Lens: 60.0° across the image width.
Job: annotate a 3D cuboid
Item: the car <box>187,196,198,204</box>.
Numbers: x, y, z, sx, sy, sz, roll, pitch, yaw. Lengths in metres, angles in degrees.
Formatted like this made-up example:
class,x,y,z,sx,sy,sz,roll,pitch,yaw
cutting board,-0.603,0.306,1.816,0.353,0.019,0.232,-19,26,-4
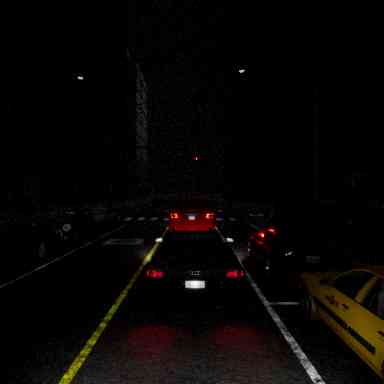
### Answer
class,x,y,z,sx,sy,sz,roll,pitch,yaw
car,0.089,1.565,64.158,2.033,1.411,5.357,0,0,0

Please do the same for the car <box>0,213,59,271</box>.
class,x,y,z,sx,sy,sz,roll,pitch,yaw
car,-5.766,1.545,9.618,1.887,1.381,4.507,0,0,0

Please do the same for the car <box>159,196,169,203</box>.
class,x,y,z,sx,sy,sz,roll,pitch,yaw
car,-5.775,1.602,68.815,1.802,1.307,4.206,0,0,0

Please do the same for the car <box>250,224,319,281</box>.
class,x,y,z,sx,sy,sz,roll,pitch,yaw
car,2.760,1.566,9.622,1.947,1.339,4.313,0,0,0

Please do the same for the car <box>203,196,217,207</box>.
class,x,y,z,sx,sy,sz,roll,pitch,yaw
car,2.753,1.452,52.504,1.967,1.590,4.097,0,0,0

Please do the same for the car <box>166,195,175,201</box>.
class,x,y,z,sx,sy,sz,roll,pitch,yaw
car,-5.778,1.586,90.566,2.008,1.369,4.403,0,0,0

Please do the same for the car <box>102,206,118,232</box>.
class,x,y,z,sx,sy,sz,roll,pitch,yaw
car,-5.767,1.527,20.362,1.752,1.417,4.829,0,0,0

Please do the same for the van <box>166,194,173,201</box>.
class,x,y,z,sx,sy,sz,roll,pitch,yaw
van,-5.778,1.372,85.128,1.690,1.788,3.998,0,0,0

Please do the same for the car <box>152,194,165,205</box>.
class,x,y,z,sx,sy,sz,roll,pitch,yaw
car,-5.773,1.329,57.940,2.192,1.841,5.009,0,0,0

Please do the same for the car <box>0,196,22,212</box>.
class,x,y,z,sx,sy,sz,roll,pitch,yaw
car,-17.924,1.172,31.989,4.902,1.511,2.128,1,0,0

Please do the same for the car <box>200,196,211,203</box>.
class,x,y,z,sx,sy,sz,roll,pitch,yaw
car,2.751,1.571,68.816,2.008,1.369,4.403,0,0,0

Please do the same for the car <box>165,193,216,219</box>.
class,x,y,z,sx,sy,sz,roll,pitch,yaw
car,0.000,1.223,17.169,2.150,2.045,5.566,0,0,0

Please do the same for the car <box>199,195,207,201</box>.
class,x,y,z,sx,sy,sz,roll,pitch,yaw
car,2.748,1.557,85.299,1.752,1.417,4.829,0,0,0

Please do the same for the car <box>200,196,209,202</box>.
class,x,y,z,sx,sy,sz,roll,pitch,yaw
car,2.750,1.568,74.254,1.887,1.381,4.507,0,0,0

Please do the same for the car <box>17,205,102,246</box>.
class,x,y,z,sx,sy,sz,roll,pitch,yaw
car,-5.766,1.441,15.075,1.967,1.590,4.097,0,0,0

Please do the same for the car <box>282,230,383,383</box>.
class,x,y,z,sx,sy,sz,roll,pitch,yaw
car,2.761,1.525,4.335,1.752,1.417,4.829,0,0,0

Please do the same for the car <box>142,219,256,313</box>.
class,x,y,z,sx,sy,sz,roll,pitch,yaw
car,0.058,1.564,7.749,1.994,1.385,4.181,0,0,0

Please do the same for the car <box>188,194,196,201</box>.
class,x,y,z,sx,sy,sz,roll,pitch,yaw
car,-0.015,1.389,89.001,2.097,1.767,4.553,0,0,0

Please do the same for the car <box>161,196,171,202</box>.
class,x,y,z,sx,sy,sz,roll,pitch,yaw
car,-5.776,1.549,74.083,1.752,1.417,4.829,0,0,0
